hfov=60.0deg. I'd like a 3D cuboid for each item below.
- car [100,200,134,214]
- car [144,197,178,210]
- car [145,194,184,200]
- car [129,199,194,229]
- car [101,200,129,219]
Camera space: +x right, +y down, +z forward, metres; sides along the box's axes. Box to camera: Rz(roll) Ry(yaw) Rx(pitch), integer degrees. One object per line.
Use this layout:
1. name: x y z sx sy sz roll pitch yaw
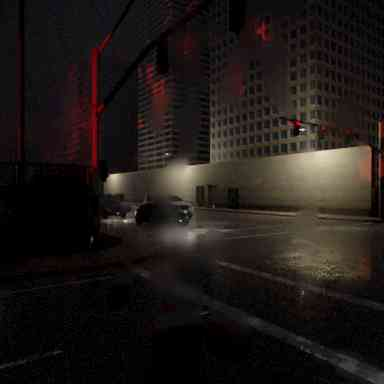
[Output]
1. car: -8.254 1.545 36.266 1.895 1.301 4.718 0 0 -35
2. car: -4.040 1.436 42.754 2.128 1.511 4.902 0 0 -35
3. car: -2.106 1.166 27.636 2.150 2.045 5.566 0 0 -35
4. car: -2.042 1.449 21.477 1.837 1.490 4.892 0 0 -35
5. car: -7.367 1.470 28.988 1.812 1.442 4.674 0 0 -35
